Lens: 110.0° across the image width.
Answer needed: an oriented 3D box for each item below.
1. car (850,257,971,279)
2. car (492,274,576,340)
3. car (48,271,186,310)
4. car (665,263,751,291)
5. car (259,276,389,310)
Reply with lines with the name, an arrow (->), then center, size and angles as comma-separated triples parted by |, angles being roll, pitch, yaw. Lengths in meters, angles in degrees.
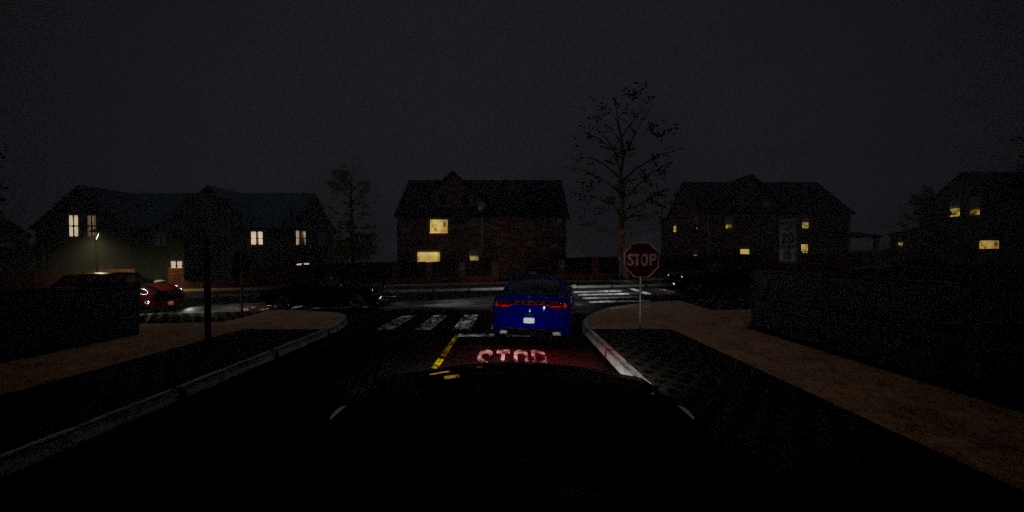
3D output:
car -> 20.047, 0.753, 18.271 | 5.357, 1.411, 2.033 | -1, 1, 0
car -> 0.782, 1.226, 10.090 | 1.882, 1.535, 5.008 | 0, 0, 10
car -> -16.806, 1.471, 15.282 | 4.553, 1.767, 2.097 | -1, 1, 0
car -> 10.402, 1.034, 18.230 | 4.718, 1.301, 1.895 | -1, 1, -1
car -> -7.819, 1.506, 15.294 | 4.718, 1.301, 1.895 | -1, 1, 0
